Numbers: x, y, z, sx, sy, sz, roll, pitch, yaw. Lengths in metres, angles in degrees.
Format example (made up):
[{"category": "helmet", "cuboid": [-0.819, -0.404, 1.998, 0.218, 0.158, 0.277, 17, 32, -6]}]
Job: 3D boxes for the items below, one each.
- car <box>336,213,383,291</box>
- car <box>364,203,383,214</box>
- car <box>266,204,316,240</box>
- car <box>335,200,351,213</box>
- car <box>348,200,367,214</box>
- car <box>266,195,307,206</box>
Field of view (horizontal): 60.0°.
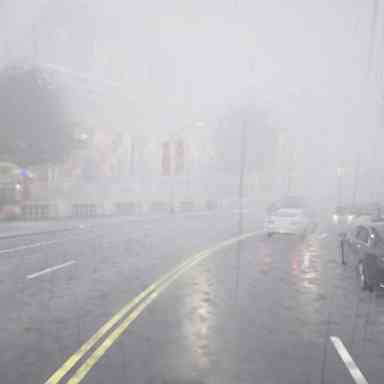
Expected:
[{"category": "car", "cuboid": [5.189, 1.556, 8.841, 1.837, 1.490, 4.892, 0, 0, 16]}, {"category": "car", "cuboid": [14.639, 1.691, 24.121, 2.033, 1.411, 5.357, 1, 0, 44]}, {"category": "car", "cuboid": [5.221, 1.574, 17.334, 1.812, 1.442, 4.674, 0, 0, 28]}, {"category": "car", "cuboid": [17.851, 1.656, 37.560, 1.882, 1.535, 5.008, 1, 0, 45]}, {"category": "car", "cuboid": [17.151, 1.715, 31.692, 2.033, 1.411, 5.357, 1, 0, 44]}, {"category": "car", "cuboid": [9.887, 1.315, 34.517, 2.150, 2.045, 5.566, 1, 0, 45]}]
